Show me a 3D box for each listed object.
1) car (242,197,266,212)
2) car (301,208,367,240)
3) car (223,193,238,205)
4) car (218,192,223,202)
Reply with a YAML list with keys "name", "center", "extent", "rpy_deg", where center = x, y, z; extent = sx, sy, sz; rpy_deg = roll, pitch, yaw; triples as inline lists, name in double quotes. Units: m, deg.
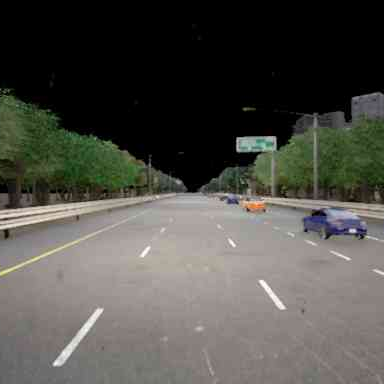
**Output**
- name: "car"
  center: [7.070, 1.335, 38.572]
  extent: [2.097, 1.767, 4.553]
  rpy_deg: [0, 0, 0]
- name: "car"
  center: [7.011, 1.532, 16.803]
  extent: [1.812, 1.442, 4.674]
  rpy_deg: [0, 0, 0]
- name: "car"
  center: [7.163, 1.451, 59.710]
  extent: [1.882, 1.535, 5.008]
  rpy_deg: [0, 0, 0]
- name: "car"
  center: [7.237, 1.436, 77.128]
  extent: [1.837, 1.490, 4.892]
  rpy_deg: [0, 0, 0]
